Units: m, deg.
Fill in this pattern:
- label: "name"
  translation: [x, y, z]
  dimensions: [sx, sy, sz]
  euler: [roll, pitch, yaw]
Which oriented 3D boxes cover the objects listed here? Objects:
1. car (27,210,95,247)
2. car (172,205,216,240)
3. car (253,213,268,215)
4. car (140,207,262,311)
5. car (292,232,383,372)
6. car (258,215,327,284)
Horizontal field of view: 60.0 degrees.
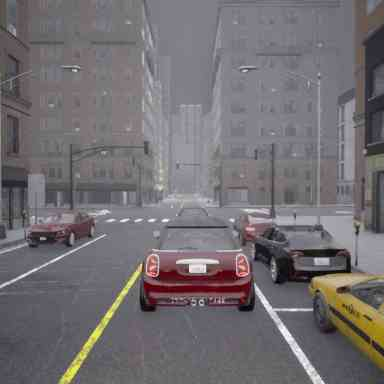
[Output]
- label: "car"
  translation: [-5.704, 1.540, 14.957]
  dimensions: [1.887, 1.381, 4.507]
  euler: [-1, 0, 0]
- label: "car"
  translation: [0.068, 1.542, 18.131]
  dimensions: [2.033, 1.411, 5.357]
  euler: [0, 0, 0]
- label: "car"
  translation: [2.842, 1.577, 14.974]
  dimensions: [1.802, 1.307, 4.206]
  euler: [-1, 0, 0]
- label: "car"
  translation: [0.088, 1.350, 7.893]
  dimensions: [2.097, 1.767, 4.553]
  euler: [0, 0, 0]
- label: "car"
  translation: [2.859, 1.524, 3.972]
  dimensions: [1.752, 1.417, 4.829]
  euler: [-1, 0, 0]
- label: "car"
  translation: [2.851, 1.563, 9.388]
  dimensions: [1.947, 1.339, 4.313]
  euler: [-1, 0, 0]
